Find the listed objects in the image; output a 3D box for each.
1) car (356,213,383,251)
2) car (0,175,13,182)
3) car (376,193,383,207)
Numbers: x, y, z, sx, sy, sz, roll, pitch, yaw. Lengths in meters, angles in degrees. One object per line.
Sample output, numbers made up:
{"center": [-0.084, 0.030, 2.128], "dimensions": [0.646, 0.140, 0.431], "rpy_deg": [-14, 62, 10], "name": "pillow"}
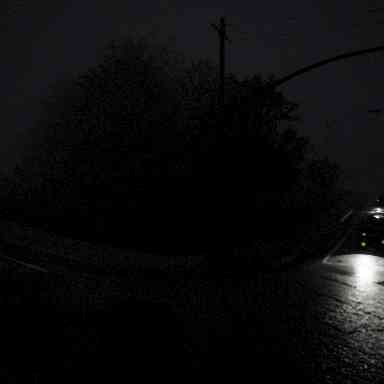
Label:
{"center": [7.863, 1.571, 13.492], "dimensions": [1.994, 1.385, 4.181], "rpy_deg": [0, 1, 30], "name": "car"}
{"center": [-44.072, -3.087, 78.565], "dimensions": [1.812, 1.442, 4.674], "rpy_deg": [0, 3, -6], "name": "car"}
{"center": [20.760, 0.834, 35.590], "dimensions": [1.895, 1.301, 4.718], "rpy_deg": [0, 3, 30], "name": "car"}
